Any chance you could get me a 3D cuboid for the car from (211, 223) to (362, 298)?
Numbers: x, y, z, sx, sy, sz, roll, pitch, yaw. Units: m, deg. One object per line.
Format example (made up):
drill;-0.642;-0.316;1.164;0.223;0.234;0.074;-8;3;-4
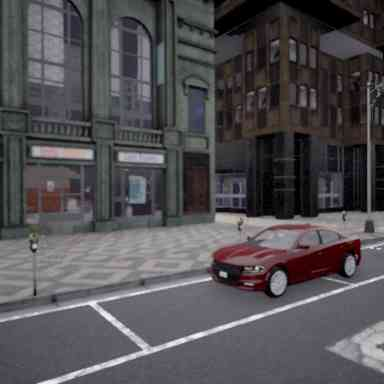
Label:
car;2.508;1.510;8.438;4.507;1.381;1.887;0;0;-35
